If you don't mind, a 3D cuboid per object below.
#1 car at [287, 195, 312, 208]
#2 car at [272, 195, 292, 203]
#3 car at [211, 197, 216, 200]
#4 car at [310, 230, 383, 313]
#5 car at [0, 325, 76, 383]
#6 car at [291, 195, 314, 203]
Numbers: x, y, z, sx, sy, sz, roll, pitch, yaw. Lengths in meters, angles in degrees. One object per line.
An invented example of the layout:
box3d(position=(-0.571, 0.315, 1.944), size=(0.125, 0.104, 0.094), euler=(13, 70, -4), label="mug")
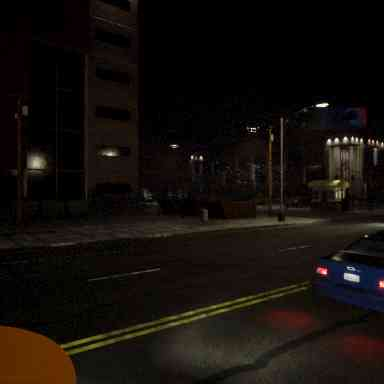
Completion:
box3d(position=(14.835, 1.254, 45.971), size=(4.553, 1.767, 2.185), euler=(0, 0, -36), label="car")
box3d(position=(18.744, 1.452, 69.049), size=(3.806, 1.475, 1.970), euler=(0, 0, -36), label="car")
box3d(position=(4.040, 1.575, 60.500), size=(4.718, 1.301, 1.895), euler=(0, 0, -36), label="car")
box3d(position=(4.852, 1.547, 7.292), size=(5.357, 1.411, 2.033), euler=(0, 0, -35), label="car")
box3d(position=(-3.111, 1.478, 1.516), size=(5.008, 1.535, 1.882), euler=(0, 0, -36), label="car")
box3d(position=(21.667, 1.420, 65.059), size=(4.674, 1.452, 2.002), euler=(0, 0, -36), label="car")
